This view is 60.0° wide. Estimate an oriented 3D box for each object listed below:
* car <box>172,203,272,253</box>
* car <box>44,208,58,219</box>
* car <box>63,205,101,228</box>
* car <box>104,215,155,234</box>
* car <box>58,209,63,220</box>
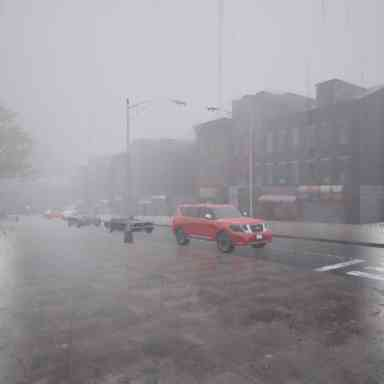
[{"bbox_3d":[1.160,1.566,15.837,2.150,2.045,5.566,0,-2,-35],"label":"car"},{"bbox_3d":[-22.686,3.481,54.325,2.097,1.767,4.553,0,-2,-36],"label":"car"},{"bbox_3d":[-10.490,2.441,32.167,2.097,1.767,4.553,0,-2,-35],"label":"car"},{"bbox_3d":[-4.556,2.291,23.841,1.895,1.301,4.718,0,-2,-36],"label":"car"},{"bbox_3d":[-15.807,2.841,44.682,2.150,2.045,5.566,0,-2,-35],"label":"car"}]
